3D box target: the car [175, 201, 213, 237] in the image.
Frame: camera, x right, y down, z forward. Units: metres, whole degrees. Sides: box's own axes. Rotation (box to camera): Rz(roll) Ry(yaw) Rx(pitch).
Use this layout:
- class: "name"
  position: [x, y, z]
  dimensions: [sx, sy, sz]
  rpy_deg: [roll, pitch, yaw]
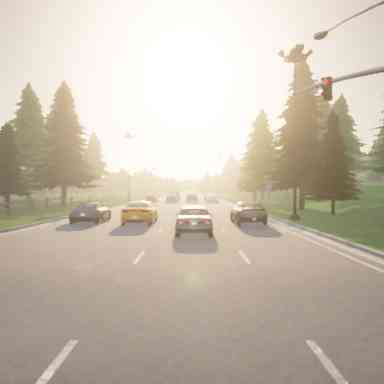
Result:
- class: "car"
  position: [0.097, 1.423, 17.275]
  dimensions: [2.033, 1.411, 5.357]
  rpy_deg: [0, 0, 0]

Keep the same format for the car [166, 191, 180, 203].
- class: "car"
  position: [-3.510, 1.063, 57.902]
  dimensions: [1.882, 1.535, 5.008]
  rpy_deg: [0, 0, 0]

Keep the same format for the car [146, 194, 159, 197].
- class: "car"
  position: [-7.010, 1.090, 57.901]
  dimensions: [1.837, 1.490, 4.892]
  rpy_deg: [0, 0, 0]

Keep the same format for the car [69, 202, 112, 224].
- class: "car"
  position: [-6.904, 1.398, 22.981]
  dimensions: [1.994, 1.385, 4.181]
  rpy_deg: [0, 0, 0]

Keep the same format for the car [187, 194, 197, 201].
- class: "car"
  position: [-0.012, 1.054, 68.323]
  dimensions: [1.994, 1.385, 4.181]
  rpy_deg: [0, 0, 0]

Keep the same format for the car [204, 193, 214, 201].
- class: "car"
  position: [3.488, 1.018, 68.323]
  dimensions: [1.812, 1.442, 4.674]
  rpy_deg: [0, 0, 0]

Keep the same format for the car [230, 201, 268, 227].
- class: "car"
  position: [3.597, 1.336, 21.581]
  dimensions: [2.128, 1.511, 4.902]
  rpy_deg: [0, 0, 0]

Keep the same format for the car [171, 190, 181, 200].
- class: "car"
  position: [-3.512, 0.676, 68.349]
  dimensions: [2.150, 2.045, 5.566]
  rpy_deg: [0, 0, 0]

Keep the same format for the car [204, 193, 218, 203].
- class: "car"
  position: [3.490, 1.108, 58.320]
  dimensions: [1.812, 1.442, 4.674]
  rpy_deg: [0, 0, 0]

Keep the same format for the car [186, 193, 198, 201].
- class: "car"
  position: [-0.010, 0.935, 58.255]
  dimensions: [2.097, 1.767, 4.553]
  rpy_deg: [0, 0, 0]

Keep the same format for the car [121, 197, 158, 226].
- class: "car"
  position: [-3.404, 1.318, 22.157]
  dimensions: [1.882, 1.535, 5.008]
  rpy_deg: [0, 0, 0]
